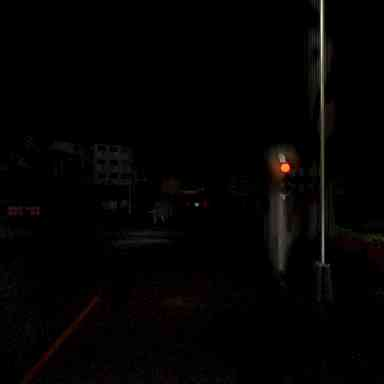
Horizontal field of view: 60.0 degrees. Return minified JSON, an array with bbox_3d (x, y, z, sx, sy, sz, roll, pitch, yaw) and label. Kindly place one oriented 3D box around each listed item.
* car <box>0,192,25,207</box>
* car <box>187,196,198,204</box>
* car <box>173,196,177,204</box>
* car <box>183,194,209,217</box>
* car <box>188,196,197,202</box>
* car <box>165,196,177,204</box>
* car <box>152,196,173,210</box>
[{"bbox_3d":[-19.702,0.985,34.984,1.905,1.878,3.866,0,0,35],"label":"car"},{"bbox_3d":[0.107,1.547,66.178,2.033,1.411,5.357,0,0,0],"label":"car"},{"bbox_3d":[-4.008,1.491,53.028,2.128,1.511,4.902,0,0,0],"label":"car"},{"bbox_3d":[0.372,1.221,31.487,2.150,2.045,5.566,0,0,-1],"label":"car"},{"bbox_3d":[0.124,1.583,76.773,1.895,1.301,4.718,0,0,0],"label":"car"},{"bbox_3d":[-3.953,1.477,63.202,1.882,1.535,5.008,0,0,0],"label":"car"},{"bbox_3d":[-4.031,1.491,43.064,2.128,1.511,4.902,0,0,0],"label":"car"}]
